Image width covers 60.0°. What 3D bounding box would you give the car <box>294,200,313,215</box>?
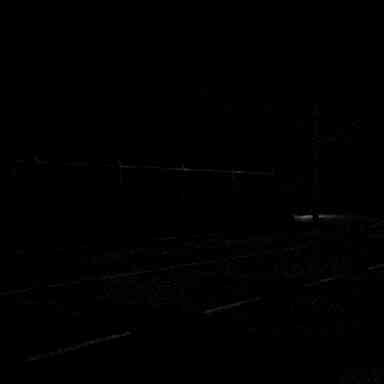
[{"bbox_3d":[10.464,1.581,34.832,1.812,1.442,4.674,0,1,-36],"label":"car"}]
